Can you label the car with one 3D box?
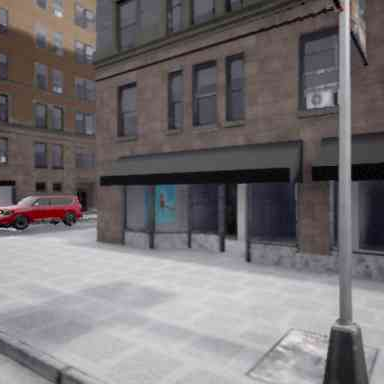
[{"bbox_3d":[-9.914,1.245,21.714,2.150,2.045,5.566,0,0,36],"label":"car"}]
